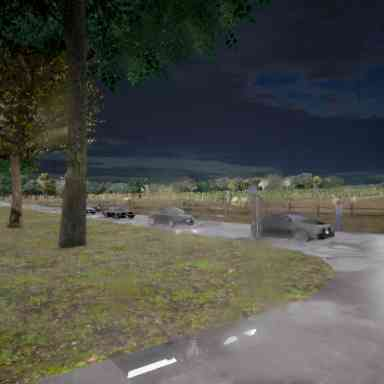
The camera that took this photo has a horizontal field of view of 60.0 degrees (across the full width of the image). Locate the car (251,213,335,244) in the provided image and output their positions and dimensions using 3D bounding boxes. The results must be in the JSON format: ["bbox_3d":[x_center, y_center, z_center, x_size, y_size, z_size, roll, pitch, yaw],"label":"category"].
[{"bbox_3d":[5.088,1.774,17.247,1.994,1.385,4.181,-1,0,-41],"label":"car"}]

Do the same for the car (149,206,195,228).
[{"bbox_3d":[-1.687,1.931,26.269,1.837,1.490,4.892,-1,0,-35],"label":"car"}]

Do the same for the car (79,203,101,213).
[{"bbox_3d":[-15.935,2.484,51.722,1.895,1.301,4.718,-1,0,-35],"label":"car"}]

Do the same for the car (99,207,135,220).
[{"bbox_3d":[-7.698,2.217,34.848,1.895,1.301,4.718,-1,0,-35],"label":"car"}]

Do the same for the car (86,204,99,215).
[{"bbox_3d":[-14.308,2.382,44.324,1.994,1.385,4.181,-1,0,-35],"label":"car"}]

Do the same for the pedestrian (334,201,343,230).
[{"bbox_3d":[9.267,1.439,21.049,0.375,1.860,0.375,-3,2,-35],"label":"pedestrian"}]
